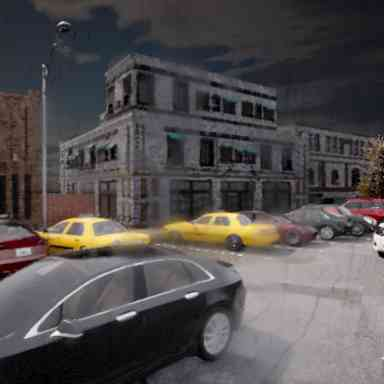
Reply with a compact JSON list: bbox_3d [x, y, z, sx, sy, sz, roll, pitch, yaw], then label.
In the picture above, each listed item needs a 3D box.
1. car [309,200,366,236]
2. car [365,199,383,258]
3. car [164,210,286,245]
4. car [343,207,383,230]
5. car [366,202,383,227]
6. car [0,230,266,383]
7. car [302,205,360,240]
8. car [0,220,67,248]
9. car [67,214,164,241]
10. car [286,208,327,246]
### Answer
[{"bbox_3d":[8.362,1.545,19.566,4.553,1.767,2.185,-1,-1,35],"label":"car"},{"bbox_3d":[8.895,1.364,12.157,5.566,2.045,2.150,1,0,-36],"label":"car"},{"bbox_3d":[1.057,1.576,14.545,5.366,1.575,1.946,-1,-1,35],"label":"car"},{"bbox_3d":[13.166,1.780,22.939,4.674,1.452,2.002,-1,-2,35],"label":"car"},{"bbox_3d":[15.580,1.650,24.618,4.553,1.767,2.185,-1,-1,35],"label":"car"},{"bbox_3d":[-1.265,1.518,4.168,4.892,1.490,1.837,1,0,-45],"label":"car"},{"bbox_3d":[5.997,1.640,17.832,4.892,1.521,2.231,-1,-1,35],"label":"car"},{"bbox_3d":[-5.984,1.519,9.357,4.792,1.488,2.163,-1,-1,35],"label":"car"},{"bbox_3d":[-3.721,1.517,11.151,5.366,1.575,1.946,-1,-1,35],"label":"car"},{"bbox_3d":[3.626,1.637,16.117,4.792,1.488,2.163,-1,-1,35],"label":"car"}]
